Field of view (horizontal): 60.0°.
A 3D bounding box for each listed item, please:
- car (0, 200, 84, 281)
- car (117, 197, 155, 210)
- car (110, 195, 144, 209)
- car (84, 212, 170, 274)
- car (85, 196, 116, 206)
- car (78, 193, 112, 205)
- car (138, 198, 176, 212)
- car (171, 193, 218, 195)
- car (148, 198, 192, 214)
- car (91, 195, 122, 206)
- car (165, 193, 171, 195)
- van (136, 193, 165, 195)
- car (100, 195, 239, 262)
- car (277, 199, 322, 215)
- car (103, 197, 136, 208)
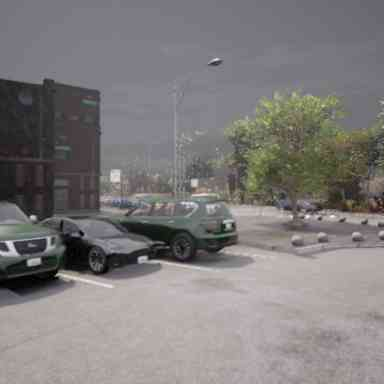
[{"bbox_3d":[-5.764,1.236,8.944,5.566,2.045,2.435,-1,-1,35],"label":"car"},{"bbox_3d":[-7.542,1.496,45.383,2.097,1.535,5.008,0,1,36],"label":"car"},{"bbox_3d":[-9.250,1.372,47.854,2.185,1.767,4.553,-1,0,36],"label":"car"},{"bbox_3d":[-3.348,1.517,10.666,4.792,1.488,2.163,-1,-1,34],"label":"car"},{"bbox_3d":[-15.896,1.537,57.885,2.163,1.488,4.792,-1,0,36],"label":"car"},{"bbox_3d":[-17.566,1.260,60.377,2.435,2.045,5.566,-1,0,36],"label":"car"},{"bbox_3d":[-4.203,1.534,40.395,2.002,1.452,4.674,-1,0,36],"label":"car"},{"bbox_3d":[0.835,1.239,32.896,2.435,2.045,5.566,0,1,36],"label":"car"},{"bbox_3d":[-2.410,1.487,38.056,1.946,1.575,5.366,-1,0,36],"label":"car"},{"bbox_3d":[-14.215,1.378,55.383,2.185,1.767,4.553,0,1,36],"label":"car"},{"bbox_3d":[-4.852,1.244,58.302,2.150,2.045,5.566,0,0,-34],"label":"car"},{"bbox_3d":[-5.942,1.270,42.789,1.878,1.987,4.442,0,1,36],"label":"van"},{"bbox_3d":[-0.994,1.237,12.389,5.566,2.045,2.435,-1,0,35],"label":"car"},{"bbox_3d":[11.059,1.500,34.575,2.128,1.511,4.902,0,0,-33],"label":"car"},{"bbox_3d":[-10.898,1.539,50.371,2.002,1.452,4.674,-1,0,36],"label":"car"}]
